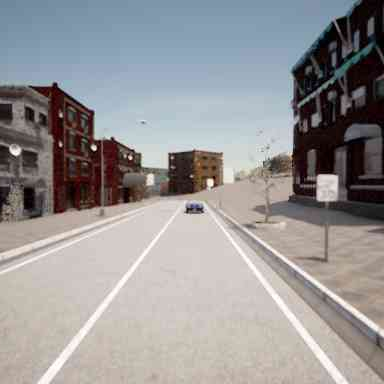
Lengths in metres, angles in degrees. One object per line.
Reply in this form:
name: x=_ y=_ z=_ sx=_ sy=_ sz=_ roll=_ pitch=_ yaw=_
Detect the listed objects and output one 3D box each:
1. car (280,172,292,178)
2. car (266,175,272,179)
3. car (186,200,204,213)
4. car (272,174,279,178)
car: x=23.341 y=-3.982 z=79.726 sx=2.185 sy=1.767 sz=4.553 roll=0 pitch=1 yaw=-4
car: x=22.579 y=-4.050 z=90.773 sx=2.002 sy=1.452 sz=4.674 roll=0 pitch=1 yaw=-2
car: x=0.283 y=1.493 z=35.860 sx=1.895 sy=1.301 sz=4.718 roll=0 pitch=0 yaw=0
car: x=22.902 y=-3.973 z=85.234 sx=2.097 sy=1.535 sz=5.008 roll=0 pitch=1 yaw=-3
